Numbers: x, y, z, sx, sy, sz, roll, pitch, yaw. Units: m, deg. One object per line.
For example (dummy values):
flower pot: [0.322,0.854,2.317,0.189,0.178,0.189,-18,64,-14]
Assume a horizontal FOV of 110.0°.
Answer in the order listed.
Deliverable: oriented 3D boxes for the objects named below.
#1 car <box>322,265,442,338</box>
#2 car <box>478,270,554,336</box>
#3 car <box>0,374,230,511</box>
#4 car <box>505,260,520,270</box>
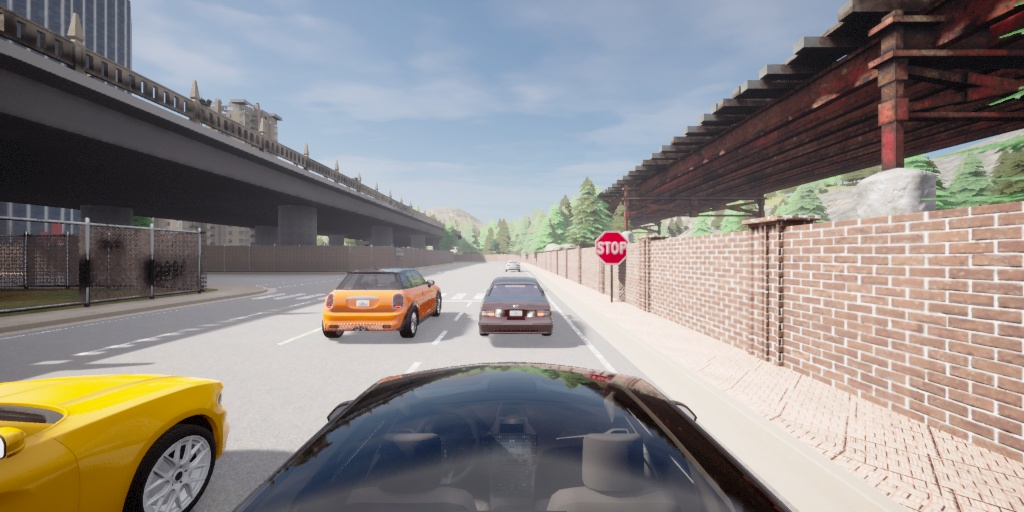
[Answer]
car: [-3.414,1.102,10.326,2.097,1.767,4.553,0,0,0]
car: [0.088,1.297,10.345,2.033,1.411,5.357,0,0,0]
car: [-3.397,1.228,1.069,1.882,1.535,5.008,0,0,0]
car: [0.111,1.276,46.226,1.812,1.442,4.674,0,0,-1]
